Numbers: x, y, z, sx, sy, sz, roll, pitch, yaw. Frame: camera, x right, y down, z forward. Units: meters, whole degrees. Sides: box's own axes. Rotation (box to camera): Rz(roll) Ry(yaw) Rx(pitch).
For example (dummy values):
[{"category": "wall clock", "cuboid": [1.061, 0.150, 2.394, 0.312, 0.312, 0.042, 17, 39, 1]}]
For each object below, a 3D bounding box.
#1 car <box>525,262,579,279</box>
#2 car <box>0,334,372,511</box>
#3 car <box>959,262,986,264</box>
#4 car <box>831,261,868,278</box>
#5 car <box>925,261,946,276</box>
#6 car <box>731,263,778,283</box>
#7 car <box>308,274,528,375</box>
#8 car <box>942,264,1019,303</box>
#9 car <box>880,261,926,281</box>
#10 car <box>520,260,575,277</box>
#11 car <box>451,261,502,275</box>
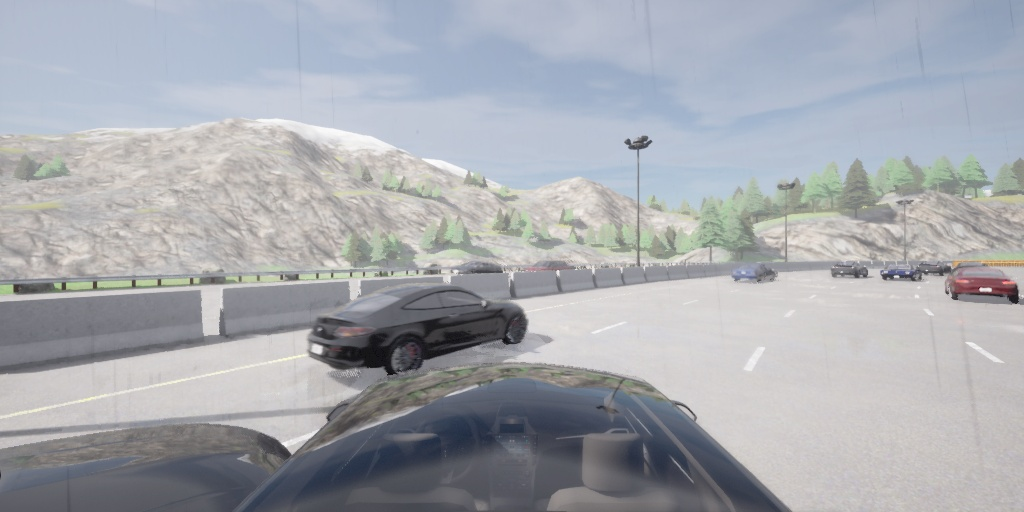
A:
[{"category": "car", "cuboid": [3.844, 1.297, 33.775, 5.357, 1.411, 2.033, 0, 0, -42]}, {"category": "car", "cuboid": [-2.981, 1.255, 0.495, 4.892, 1.490, 1.837, 0, 0, -45]}, {"category": "car", "cuboid": [35.971, 1.252, 27.984, 4.892, 1.490, 1.837, 1, -1, -35]}, {"category": "car", "cuboid": [31.372, 1.241, 33.307, 4.902, 1.511, 2.128, 0, 0, -35]}, {"category": "car", "cuboid": [43.310, 1.241, 36.831, 4.902, 1.511, 2.128, 0, 0, -31]}, {"category": "car", "cuboid": [19.294, 1.297, 28.496, 5.357, 1.411, 2.033, 0, 0, -40]}, {"category": "car", "cuboid": [-1.578, 1.275, 7.348, 1.812, 1.442, 4.674, 0, 0, 39]}, {"category": "car", "cuboid": [21.786, 1.276, 16.746, 4.674, 1.442, 1.812, 0, 0, -42]}, {"category": "car", "cuboid": [32.306, 1.351, 29.698, 4.718, 1.301, 1.895, 0, 0, -35]}, {"category": "car", "cuboid": [2.652, 1.102, 27.778, 4.553, 1.767, 2.097, 0, 0, -44]}, {"category": "car", "cuboid": [-3.033, 1.241, 32.002, 4.902, 1.511, 2.128, 0, 0, -45]}]
